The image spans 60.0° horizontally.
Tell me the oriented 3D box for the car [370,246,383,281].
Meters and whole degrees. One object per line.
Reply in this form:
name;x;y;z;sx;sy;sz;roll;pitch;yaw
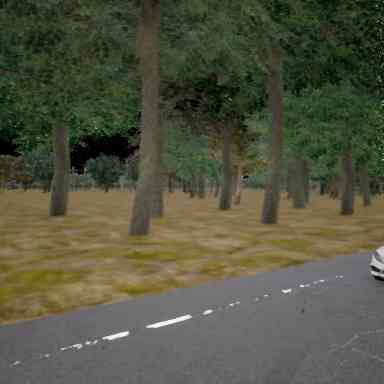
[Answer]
car;6.523;1.519;8.646;4.674;1.442;1.812;0;0;-35
